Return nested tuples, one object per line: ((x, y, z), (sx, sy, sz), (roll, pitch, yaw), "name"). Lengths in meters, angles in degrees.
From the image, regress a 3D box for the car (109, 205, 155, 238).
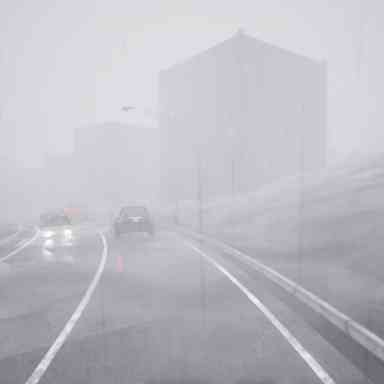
((-3.550, 1.500, 19.082), (2.097, 1.767, 4.553), (-1, -1, -18), "car")

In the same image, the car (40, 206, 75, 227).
((-11.308, 2.081, 27.517), (1.895, 1.301, 4.718), (-1, -1, -30), "car")

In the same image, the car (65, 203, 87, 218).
((-13.340, 2.053, 36.923), (2.097, 1.767, 4.553), (-2, -1, -37), "car")

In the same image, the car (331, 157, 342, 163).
((28.862, -5.885, 63.443), (2.002, 1.452, 4.674), (0, 1, 5), "car")

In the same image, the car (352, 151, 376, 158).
((27.809, -5.643, 52.456), (2.231, 1.521, 4.892), (0, 2, 5), "car")

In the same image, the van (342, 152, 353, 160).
((28.322, -6.010, 57.821), (1.878, 1.987, 4.442), (0, 1, 5), "van")

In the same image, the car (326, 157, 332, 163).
((29.383, -6.307, 68.897), (2.435, 2.045, 5.566), (0, 1, 5), "car")
